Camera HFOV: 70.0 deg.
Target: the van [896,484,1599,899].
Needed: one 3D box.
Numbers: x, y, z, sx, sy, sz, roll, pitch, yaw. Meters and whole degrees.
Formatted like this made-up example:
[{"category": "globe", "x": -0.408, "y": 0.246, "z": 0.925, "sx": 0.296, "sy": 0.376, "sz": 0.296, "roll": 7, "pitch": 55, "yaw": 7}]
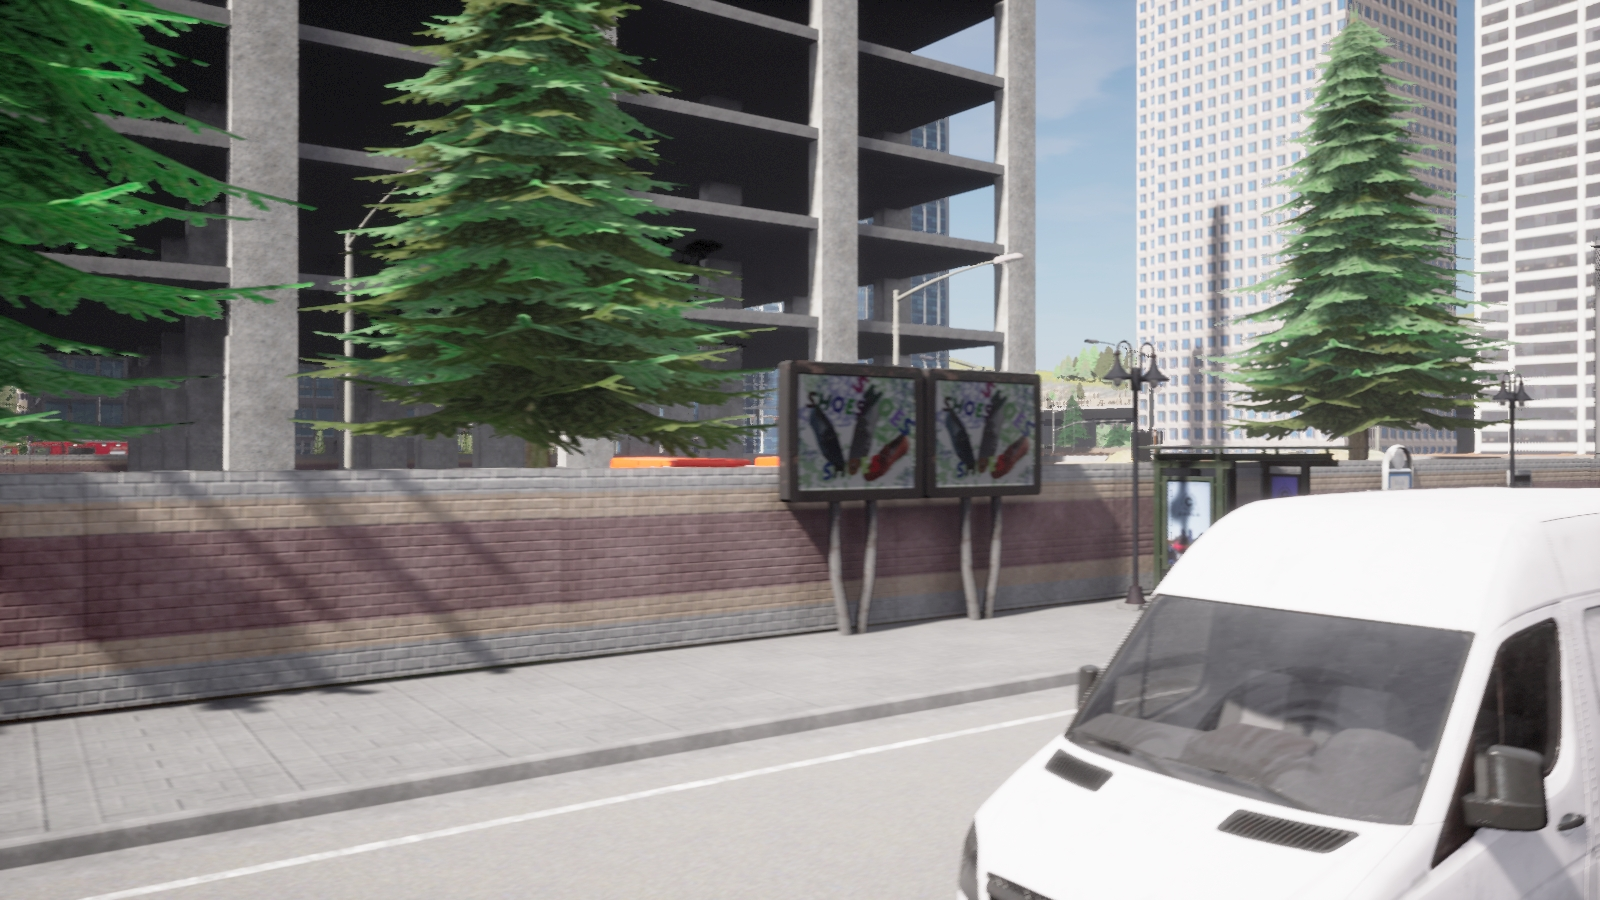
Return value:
[{"category": "van", "x": 3.439, "y": 1.536, "z": 6.202, "sx": 5.915, "sy": 2.561, "sz": 1.988, "roll": 0, "pitch": 0, "yaw": -35}]
